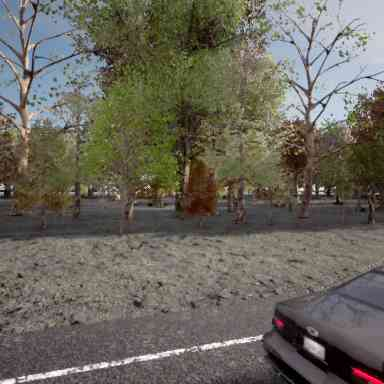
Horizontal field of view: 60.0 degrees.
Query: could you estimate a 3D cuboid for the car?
[{"bbox_3d":[3.521,1.548,4.075,5.357,1.411,2.033,0,0,-20],"label":"car"}]
